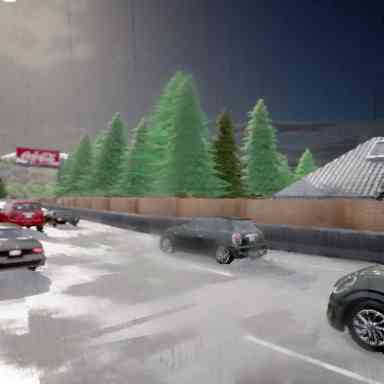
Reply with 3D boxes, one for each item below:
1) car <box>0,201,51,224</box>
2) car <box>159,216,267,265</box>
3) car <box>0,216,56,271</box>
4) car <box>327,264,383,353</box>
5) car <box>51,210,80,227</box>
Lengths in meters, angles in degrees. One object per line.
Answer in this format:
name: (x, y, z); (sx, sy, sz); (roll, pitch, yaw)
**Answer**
car: (-11.676, 1.606, 22.544); (2.150, 2.045, 5.566); (2, -2, -38)
car: (0.688, 1.731, 13.542); (2.097, 1.767, 4.553); (3, -2, -44)
car: (-6.513, 1.724, 10.935); (2.033, 1.411, 5.357); (2, -2, -42)
car: (4.467, 1.574, 4.873); (4.553, 1.767, 2.097); (0, -2, 42)
car: (-10.827, 2.124, 27.201); (1.895, 1.301, 4.718); (2, -2, -37)
